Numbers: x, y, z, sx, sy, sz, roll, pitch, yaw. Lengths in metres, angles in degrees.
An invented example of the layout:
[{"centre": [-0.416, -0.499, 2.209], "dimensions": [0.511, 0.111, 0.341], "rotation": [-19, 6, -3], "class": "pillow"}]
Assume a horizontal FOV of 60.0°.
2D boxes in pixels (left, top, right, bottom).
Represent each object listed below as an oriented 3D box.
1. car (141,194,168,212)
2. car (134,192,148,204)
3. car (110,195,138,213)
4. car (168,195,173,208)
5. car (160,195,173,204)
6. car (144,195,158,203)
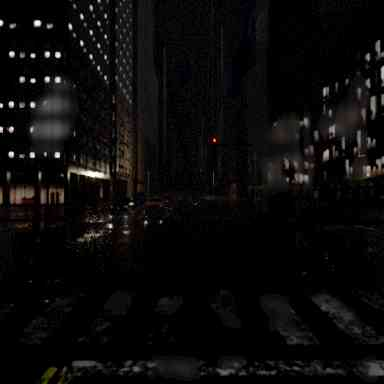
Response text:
[{"centre": [-3.882, 1.300, 35.556], "dimensions": [1.882, 1.535, 5.008], "rotation": [0, 0, -1], "class": "car"}, {"centre": [-7.339, 0.979, 47.684], "dimensions": [2.150, 2.045, 5.566], "rotation": [0, 0, -2], "class": "car"}, {"centre": [-7.120, 1.332, 34.311], "dimensions": [1.837, 1.490, 4.892], "rotation": [0, 0, -1], "class": "car"}, {"centre": [-4.036, 1.127, 44.515], "dimensions": [2.097, 1.767, 4.553], "rotation": [0, 0, -1], "class": "car"}, {"centre": [-4.211, 1.241, 55.600], "dimensions": [1.812, 1.442, 4.674], "rotation": [0, 1, -1], "class": "car"}, {"centre": [-7.522, 1.227, 61.548], "dimensions": [2.033, 1.411, 5.357], "rotation": [0, 0, 0], "class": "car"}]
